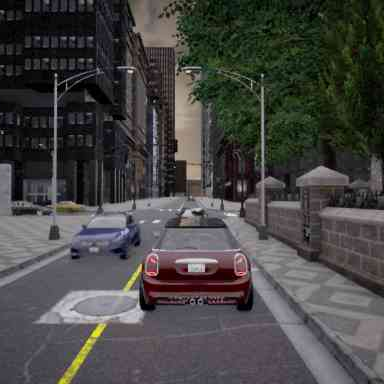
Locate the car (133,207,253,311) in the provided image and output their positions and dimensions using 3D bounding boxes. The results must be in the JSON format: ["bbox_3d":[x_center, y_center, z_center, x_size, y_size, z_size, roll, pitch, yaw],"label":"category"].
[{"bbox_3d":[0.074,1.357,7.956,2.097,1.767,4.553,0,0,0],"label":"car"}]

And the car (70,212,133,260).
[{"bbox_3d":[-3.037,1.534,12.605,1.812,1.442,4.674,0,0,0],"label":"car"}]

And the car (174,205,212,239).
[{"bbox_3d":[0.041,1.541,18.227,1.812,1.442,4.674,0,0,0],"label":"car"}]

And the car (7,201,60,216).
[{"bbox_3d":[-14.731,1.518,29.995,4.403,1.369,2.008,0,-1,0],"label":"car"}]

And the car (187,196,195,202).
[{"bbox_3d":[-0.254,1.726,81.254,1.812,1.442,4.674,0,0,0],"label":"car"}]

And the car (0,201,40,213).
[{"bbox_3d":[-20.233,1.709,38.531,4.403,1.369,2.008,0,-1,0],"label":"car"}]

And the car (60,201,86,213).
[{"bbox_3d":[-14.890,1.676,38.519,4.829,1.417,1.752,0,-1,0],"label":"car"}]
